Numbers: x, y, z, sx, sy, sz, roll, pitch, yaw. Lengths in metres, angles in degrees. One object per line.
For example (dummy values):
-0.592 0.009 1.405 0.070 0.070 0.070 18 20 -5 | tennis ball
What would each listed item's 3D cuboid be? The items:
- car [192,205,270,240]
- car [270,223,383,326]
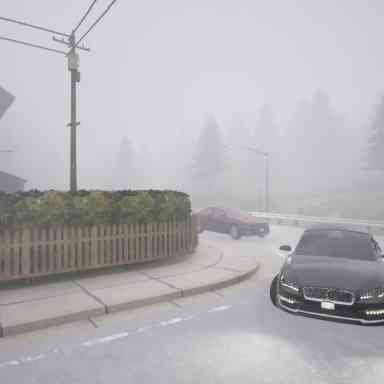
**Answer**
1.882 1.478 17.452 1.882 1.535 5.008 0 0 -33 | car
3.182 1.505 7.316 1.837 1.490 4.892 0 0 27 | car
